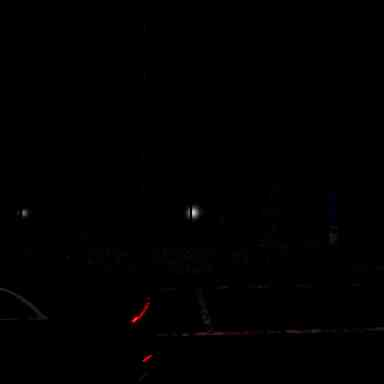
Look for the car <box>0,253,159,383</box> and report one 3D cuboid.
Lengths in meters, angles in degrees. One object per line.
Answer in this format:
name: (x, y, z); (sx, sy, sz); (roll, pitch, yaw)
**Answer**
car: (-2.829, 1.491, 3.669); (4.902, 1.511, 2.128); (0, 0, -4)
